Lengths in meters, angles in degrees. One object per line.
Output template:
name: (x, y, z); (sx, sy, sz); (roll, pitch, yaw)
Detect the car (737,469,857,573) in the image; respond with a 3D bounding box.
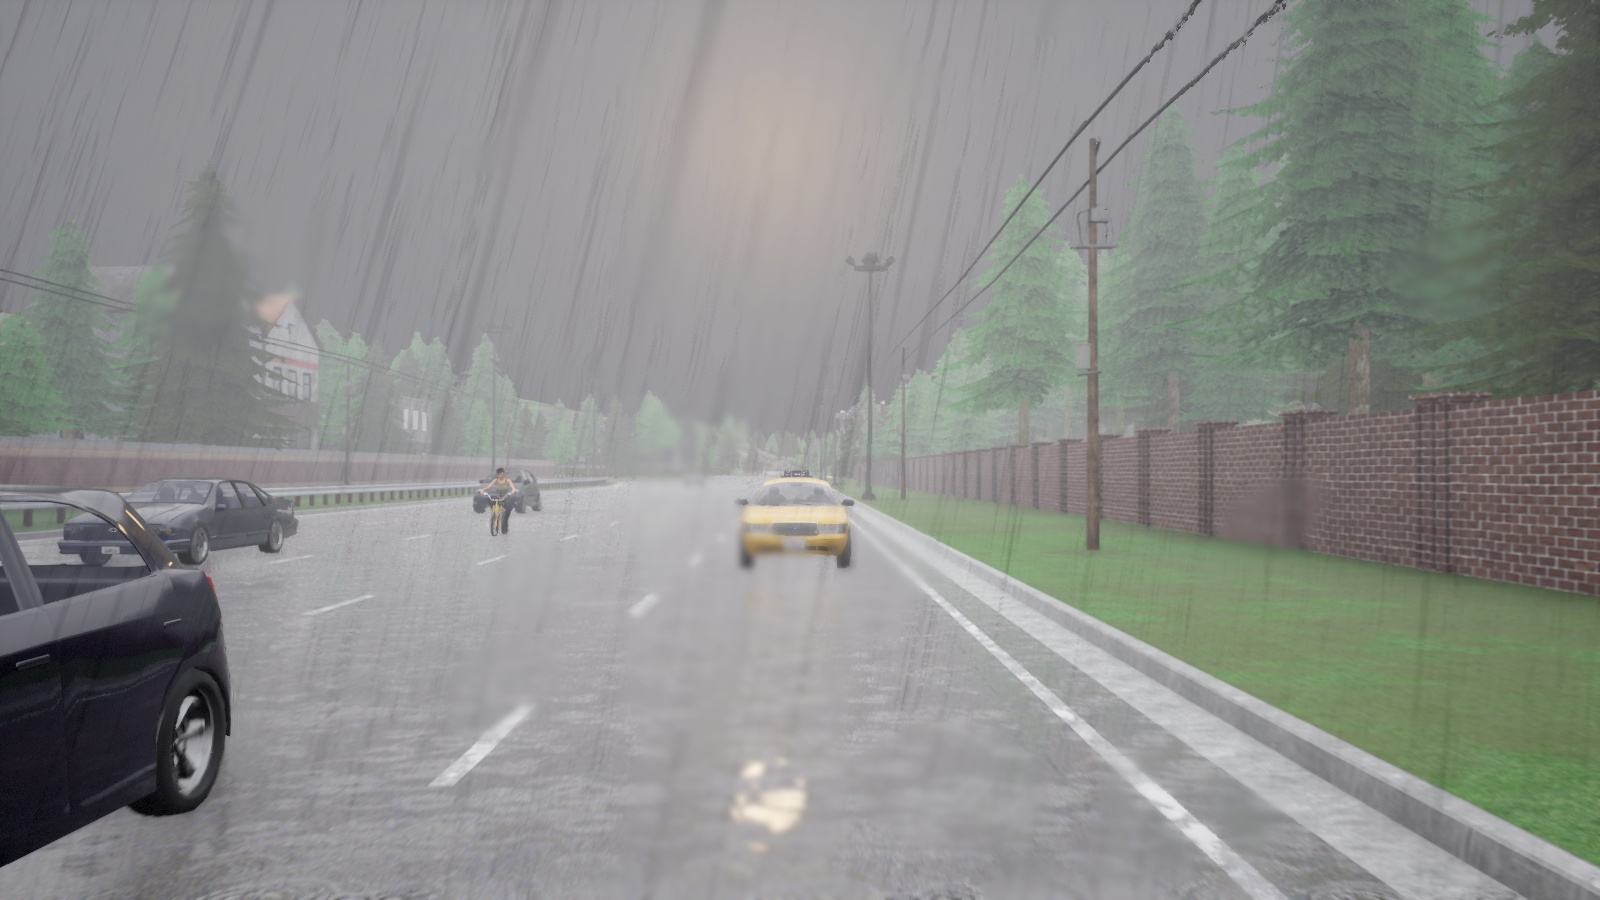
car: (-0.052, 1.116, 21.643); (1.801, 1.575, 5.366); (0, -1, 0)

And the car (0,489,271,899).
car: (-3.510, 0.915, 4.324); (1.845, 1.501, 3.633); (0, -1, 0)

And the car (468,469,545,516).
car: (-10.610, 1.519, 45.659); (1.851, 1.617, 3.988); (0, -1, 0)

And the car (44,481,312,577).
car: (-10.553, 1.271, 21.890); (2.033, 1.411, 5.357); (0, -1, 0)

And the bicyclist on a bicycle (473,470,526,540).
bicyclist on a bicycle: (-7.058, 1.274, 29.551); (0.866, 1.612, 1.509); (0, -1, 0)
